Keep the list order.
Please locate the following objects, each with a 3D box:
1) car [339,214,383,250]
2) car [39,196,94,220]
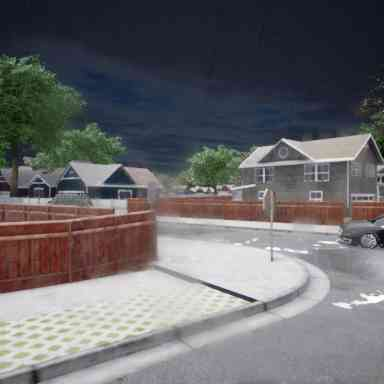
[{"bbox_3d":[8.575,1.538,13.401,4.892,1.490,1.837,0,6,15],"label":"car"},{"bbox_3d":[-10.629,1.315,28.091,5.566,2.045,2.150,0,-1,36],"label":"car"}]
